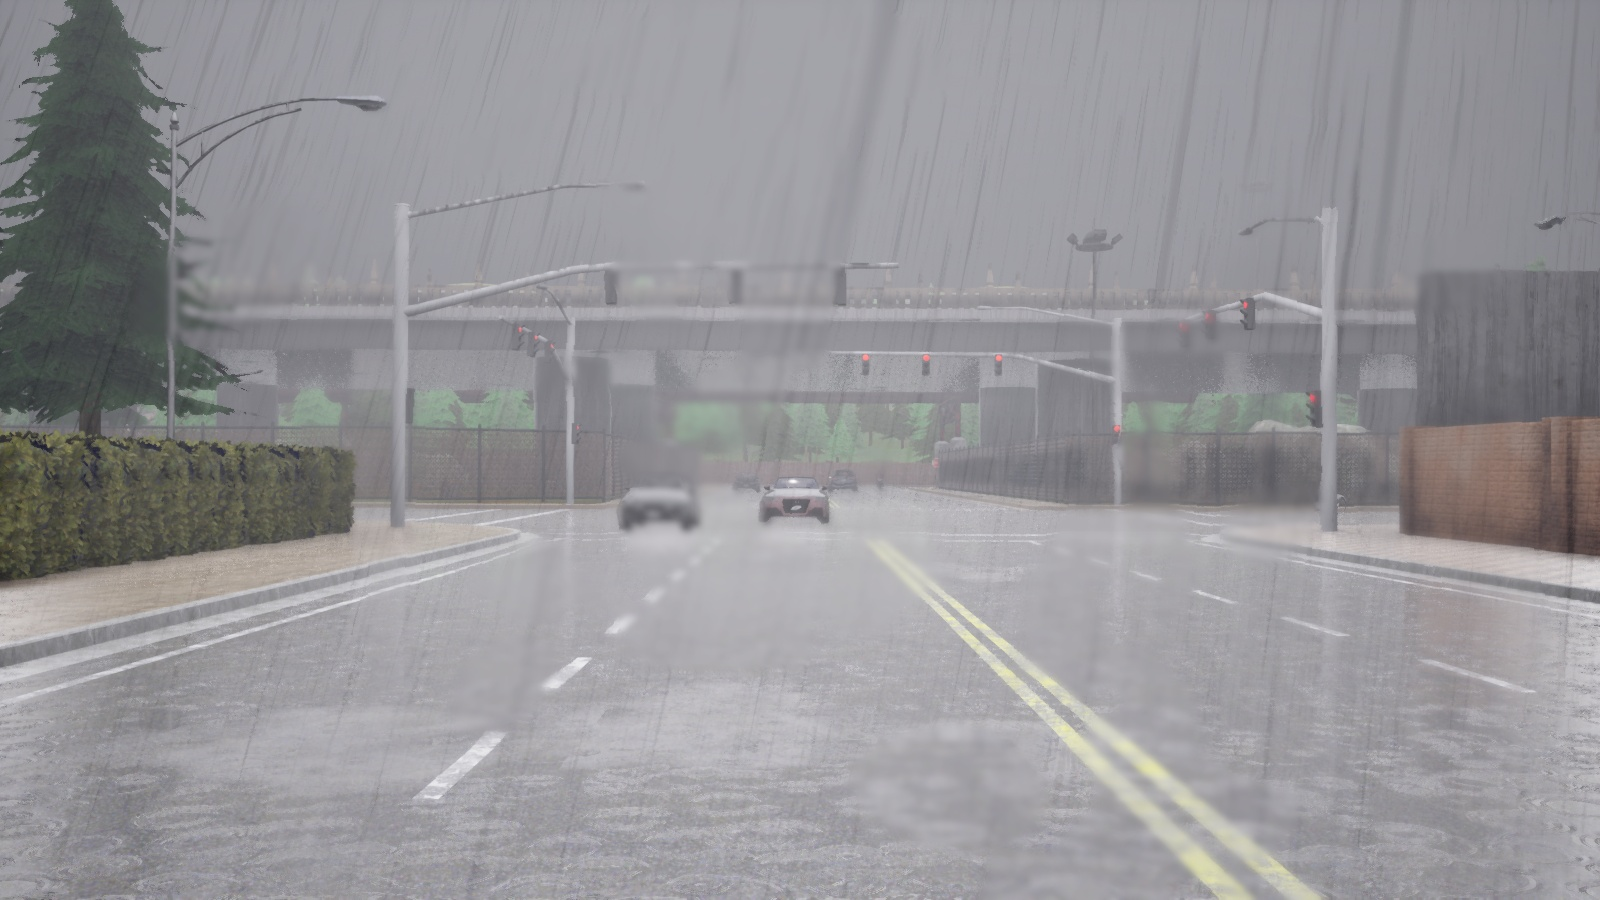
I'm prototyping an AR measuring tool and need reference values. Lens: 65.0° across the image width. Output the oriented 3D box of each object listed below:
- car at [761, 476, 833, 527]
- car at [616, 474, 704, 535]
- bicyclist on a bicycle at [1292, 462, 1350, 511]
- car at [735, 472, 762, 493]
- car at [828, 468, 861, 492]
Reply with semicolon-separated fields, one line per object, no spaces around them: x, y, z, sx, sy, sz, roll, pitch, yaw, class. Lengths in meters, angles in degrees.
-0.093;1.475;37.093;1.994;1.385;4.181;0;-1;0;car
-3.582;1.371;32.758;1.816;1.474;4.193;0;-1;0;car
18.956;1.319;45.688;1.843;1.776;0.659;0;-1;0;bicyclist on a bicycle
-3.727;2.370;91.161;1.816;1.474;4.193;0;-1;0;car
3.268;2.204;93.042;2.242;1.667;4.611;0;-1;0;car
